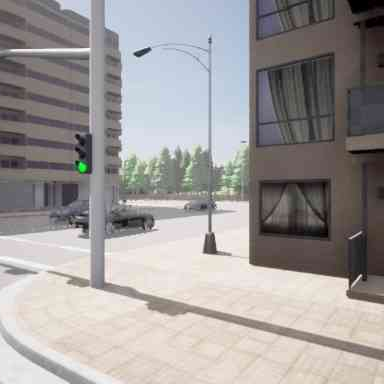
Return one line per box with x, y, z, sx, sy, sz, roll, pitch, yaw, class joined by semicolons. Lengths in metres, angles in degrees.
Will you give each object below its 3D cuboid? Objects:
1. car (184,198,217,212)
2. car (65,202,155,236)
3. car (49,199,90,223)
0.981;1.491;37.992;2.128;1.511;4.902;0;0;35;car
-4.107;1.491;18.423;2.128;1.511;4.902;0;0;35;car
-8.244;1.350;24.887;2.097;1.767;4.553;0;0;35;car
